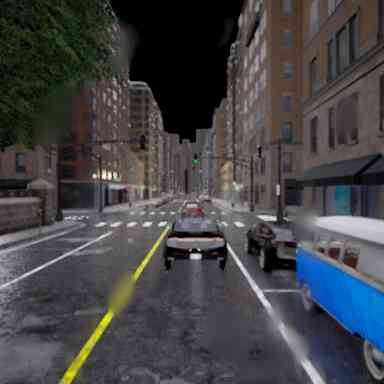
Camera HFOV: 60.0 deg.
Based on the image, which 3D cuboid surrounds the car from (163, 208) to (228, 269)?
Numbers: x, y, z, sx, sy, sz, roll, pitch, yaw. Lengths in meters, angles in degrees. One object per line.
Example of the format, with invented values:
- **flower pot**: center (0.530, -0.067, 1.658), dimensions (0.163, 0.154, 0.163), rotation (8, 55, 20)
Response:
- **car**: center (0.094, 1.500, 11.231), dimensions (2.128, 1.511, 4.902), rotation (0, 0, 0)

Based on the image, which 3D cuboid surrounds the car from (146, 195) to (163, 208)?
- **car**: center (-5.694, 1.547, 48.551), dimensions (1.752, 1.417, 4.829), rotation (0, 0, 0)

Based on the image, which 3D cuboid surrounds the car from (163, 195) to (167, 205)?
- **car**: center (-5.697, 1.576, 54.171), dimensions (2.008, 1.369, 4.403), rotation (0, 0, 0)

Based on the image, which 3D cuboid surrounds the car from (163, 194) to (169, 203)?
- **car**: center (-5.700, 1.575, 59.623), dimensions (1.887, 1.381, 4.507), rotation (0, 0, 0)

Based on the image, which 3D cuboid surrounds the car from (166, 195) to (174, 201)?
- **car**: center (-5.714, 1.590, 86.707), dimensions (1.752, 1.417, 4.829), rotation (0, 0, 0)

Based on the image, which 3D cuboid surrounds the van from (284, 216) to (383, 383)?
- **van**: center (2.852, 1.346, 5.077), dimensions (1.690, 1.788, 3.998), rotation (0, 0, 0)

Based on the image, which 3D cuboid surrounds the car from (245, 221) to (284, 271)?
- **car**: center (2.850, 1.574, 10.737), dimensions (1.947, 1.339, 4.313), rotation (0, 0, 0)

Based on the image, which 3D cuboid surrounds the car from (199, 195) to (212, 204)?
- **car**: center (2.821, 1.475, 65.114), dimensions (1.967, 1.590, 4.097), rotation (0, 0, 0)

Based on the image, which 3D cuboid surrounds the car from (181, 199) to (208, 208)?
- **car**: center (0.086, 1.540, 27.279), dimensions (1.812, 1.442, 4.674), rotation (0, 0, 0)

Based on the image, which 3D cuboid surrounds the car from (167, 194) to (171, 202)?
- **car**: center (-5.703, 1.580, 65.074), dimensions (1.887, 1.381, 4.507), rotation (0, 0, 0)

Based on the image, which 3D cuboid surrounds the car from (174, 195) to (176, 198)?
- **car**: center (-5.712, 1.371, 81.426), dimensions (2.192, 1.841, 5.009), rotation (0, 0, 0)

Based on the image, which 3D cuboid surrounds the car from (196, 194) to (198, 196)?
- **car**: center (2.808, 1.600, 92.526), dimensions (1.752, 1.417, 4.829), rotation (0, 0, 0)
